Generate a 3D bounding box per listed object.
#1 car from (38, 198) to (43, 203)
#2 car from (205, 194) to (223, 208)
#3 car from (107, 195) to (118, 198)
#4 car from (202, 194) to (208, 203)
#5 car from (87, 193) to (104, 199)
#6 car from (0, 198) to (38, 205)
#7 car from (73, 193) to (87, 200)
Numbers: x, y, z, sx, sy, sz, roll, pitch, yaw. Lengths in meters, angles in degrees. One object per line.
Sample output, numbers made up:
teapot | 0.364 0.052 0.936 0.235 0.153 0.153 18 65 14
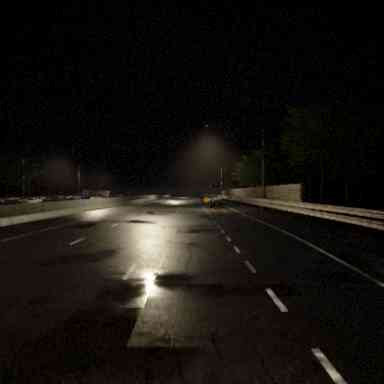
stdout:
car | -28.025 1.660 58.145 1.895 1.301 4.718 0 0 0
car | 3.485 1.494 48.538 2.128 1.511 4.902 0 0 0
car | -17.523 1.463 73.829 1.837 1.490 4.892 0 0 0
car | 3.478 1.494 67.234 1.882 1.535 5.008 0 0 0
car | -21.024 1.323 73.858 2.097 1.767 4.553 0 0 0
car | -17.600 1.579 32.653 2.033 1.411 5.357 0 0 0
car | -24.524 1.199 73.796 2.150 2.045 5.566 0 0 0
